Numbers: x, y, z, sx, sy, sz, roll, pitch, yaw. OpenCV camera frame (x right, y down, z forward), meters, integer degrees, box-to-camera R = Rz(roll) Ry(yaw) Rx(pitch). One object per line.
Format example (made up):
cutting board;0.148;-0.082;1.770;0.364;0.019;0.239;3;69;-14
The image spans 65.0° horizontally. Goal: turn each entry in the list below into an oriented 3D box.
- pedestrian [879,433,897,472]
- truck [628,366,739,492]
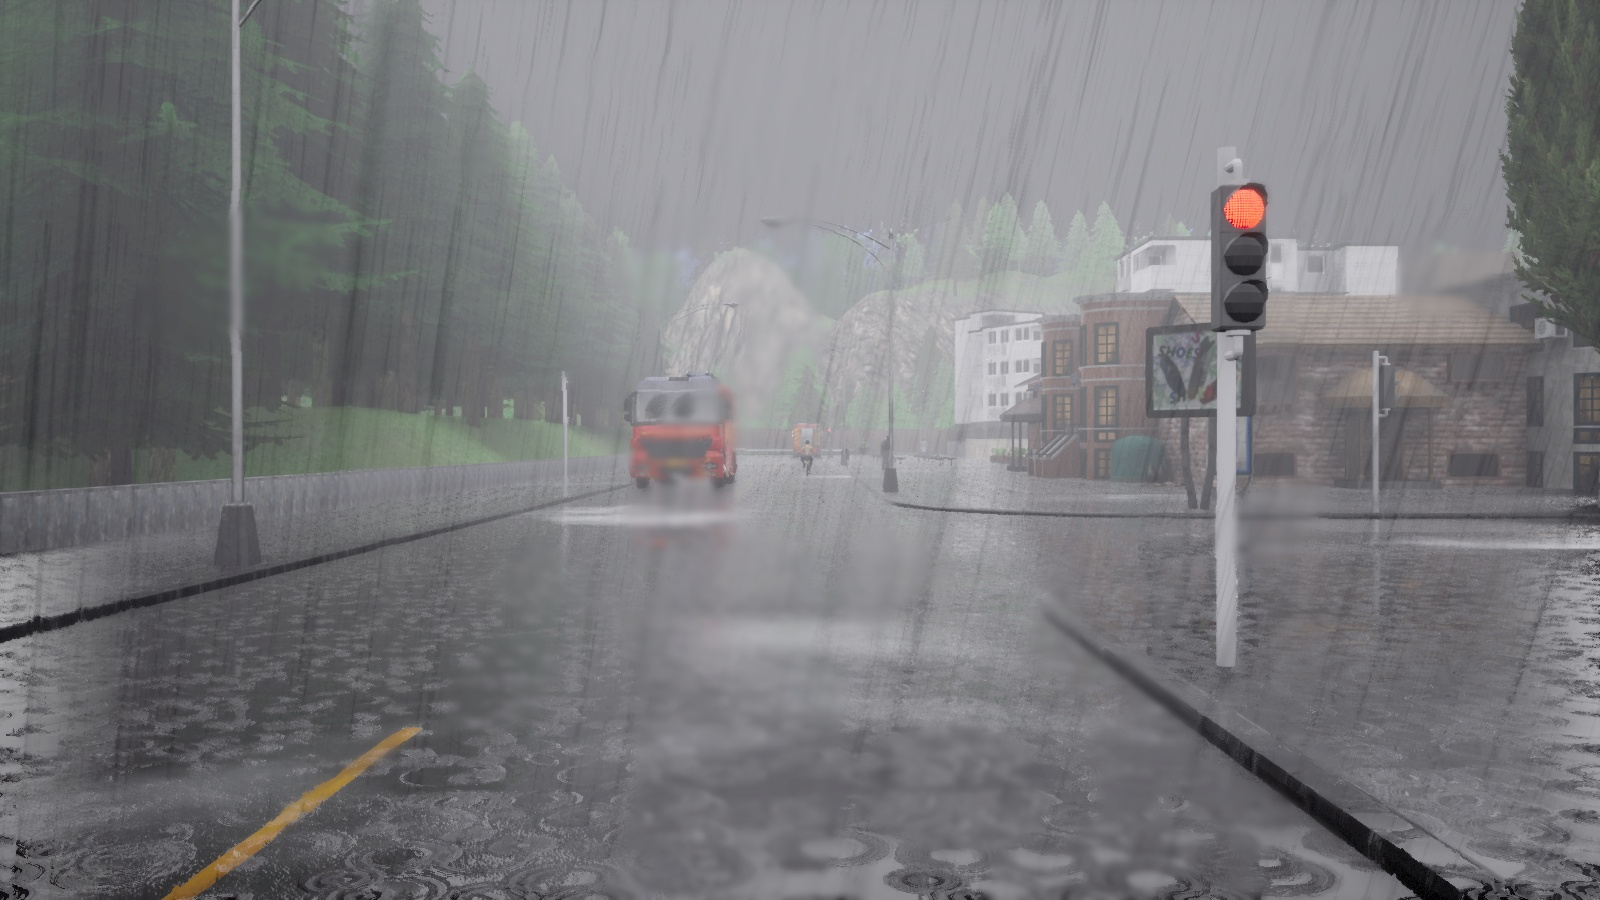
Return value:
pedestrian;4.234;0.116;60.279;0.563;1.883;0.849;0;0;-21
truck;-3.747;-0.660;42.409;2.891;3.827;8.468;0;0;0
